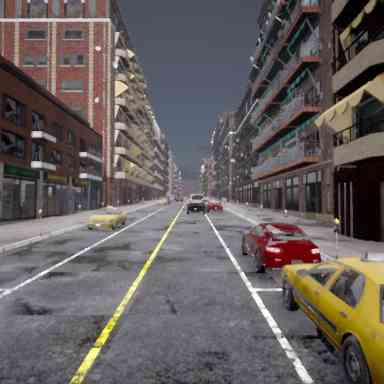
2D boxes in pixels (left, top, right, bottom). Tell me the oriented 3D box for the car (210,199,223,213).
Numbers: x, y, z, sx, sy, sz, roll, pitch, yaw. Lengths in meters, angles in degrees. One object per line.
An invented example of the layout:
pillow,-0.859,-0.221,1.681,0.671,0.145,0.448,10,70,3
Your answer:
car,2.584,1.597,37.869,1.887,1.381,4.507,1,0,0

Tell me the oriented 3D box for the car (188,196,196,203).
car,-0.001,1.537,72.084,1.837,1.490,4.892,0,0,0

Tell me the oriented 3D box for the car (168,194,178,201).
car,-5.292,1.581,93.238,2.192,1.841,5.009,1,0,0

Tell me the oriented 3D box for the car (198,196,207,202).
car,2.583,1.754,82.115,1.887,1.381,4.507,1,0,0

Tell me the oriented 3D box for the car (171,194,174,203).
car,-5.290,1.455,65.587,2.192,1.841,5.009,2,0,0

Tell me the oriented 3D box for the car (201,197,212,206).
car,2.584,1.665,59.991,1.887,1.381,4.507,1,0,0

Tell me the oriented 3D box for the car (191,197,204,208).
car,0.825,1.547,51.732,1.801,1.575,5.366,0,0,0

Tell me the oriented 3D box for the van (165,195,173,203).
van,-5.291,1.525,76.645,1.690,1.788,3.998,2,0,0

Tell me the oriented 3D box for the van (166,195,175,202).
van,-5.292,1.551,82.177,1.690,1.788,3.998,1,0,0

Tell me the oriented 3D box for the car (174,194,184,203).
car,-2.751,1.678,75.993,2.033,1.411,5.357,0,0,0

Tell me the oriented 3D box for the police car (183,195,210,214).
police car,0.572,1.474,35.722,1.930,1.638,5.238,0,0,5

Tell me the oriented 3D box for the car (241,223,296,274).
car,2.584,1.588,10.219,1.802,1.307,4.206,1,0,0

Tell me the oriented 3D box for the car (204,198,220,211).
car,2.585,1.592,43.571,1.752,1.417,4.829,1,0,0

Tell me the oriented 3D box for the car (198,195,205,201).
car,2.593,1.706,93.177,1.967,1.590,4.097,1,0,0

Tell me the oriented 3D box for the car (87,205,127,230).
car,-5.294,1.544,21.177,1.752,1.417,4.829,2,0,0

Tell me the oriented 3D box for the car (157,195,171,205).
car,-5.296,1.645,59.884,1.752,1.417,4.829,2,0,0

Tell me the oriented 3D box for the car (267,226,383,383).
car,2.586,1.527,4.860,1.752,1.417,4.829,2,0,0

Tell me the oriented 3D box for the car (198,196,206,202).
car,2.583,1.781,87.645,1.887,1.381,4.507,1,0,0

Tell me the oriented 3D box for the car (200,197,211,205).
car,2.583,1.691,65.523,2.008,1.369,4.403,1,0,0
